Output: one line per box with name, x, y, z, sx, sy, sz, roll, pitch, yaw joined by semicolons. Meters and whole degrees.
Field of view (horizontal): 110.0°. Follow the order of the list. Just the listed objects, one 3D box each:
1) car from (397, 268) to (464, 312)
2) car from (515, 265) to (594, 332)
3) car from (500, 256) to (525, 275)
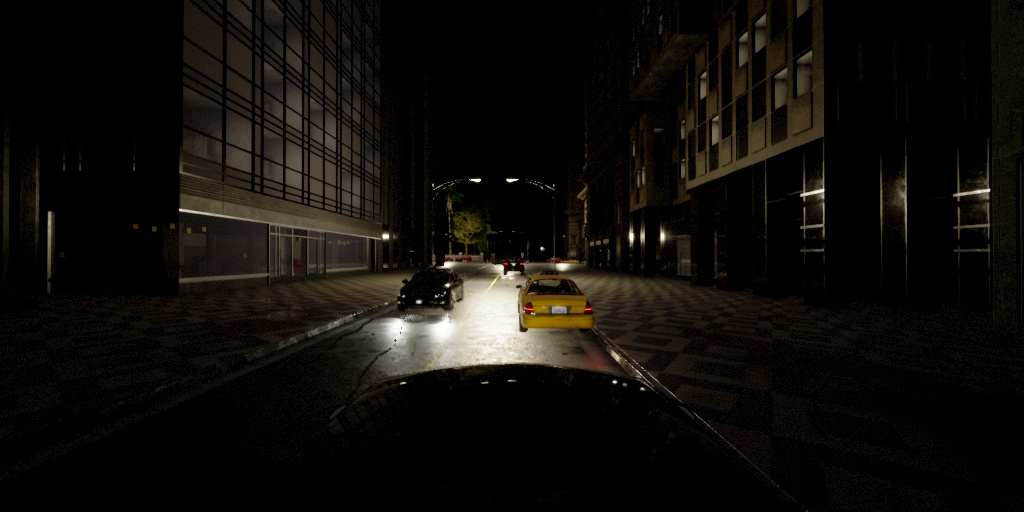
car;-3.047;1.256;14.201;1.837;1.490;4.892;0;0;0
car;1.089;1.206;10.740;1.801;1.575;5.366;0;0;0
car;0.233;0.976;38.290;2.150;2.045;5.566;0;0;1
